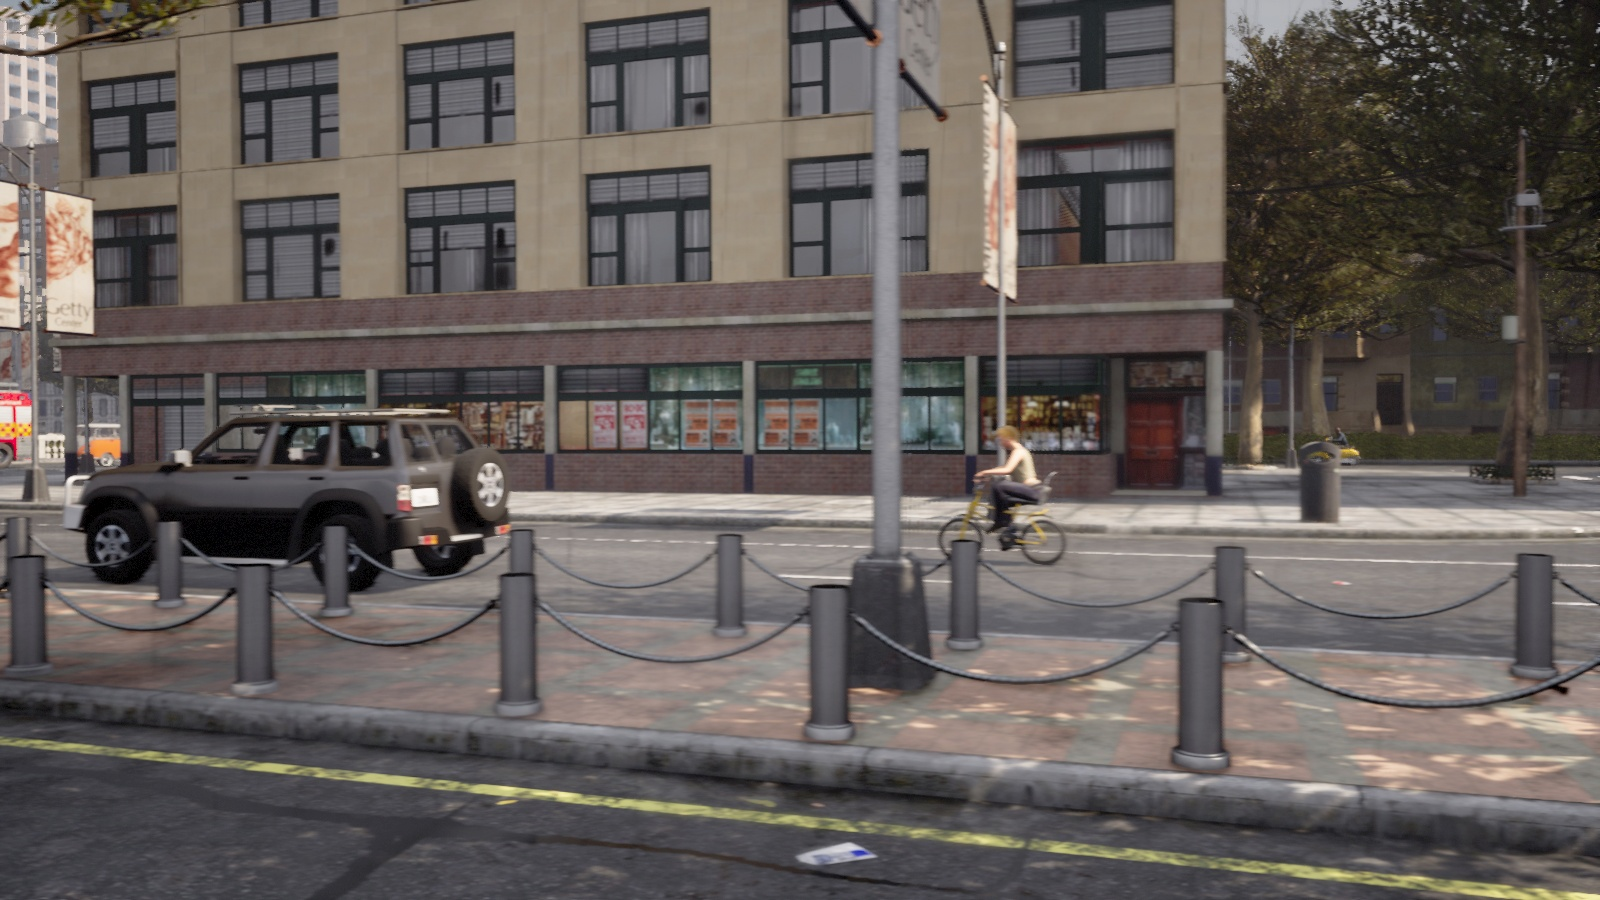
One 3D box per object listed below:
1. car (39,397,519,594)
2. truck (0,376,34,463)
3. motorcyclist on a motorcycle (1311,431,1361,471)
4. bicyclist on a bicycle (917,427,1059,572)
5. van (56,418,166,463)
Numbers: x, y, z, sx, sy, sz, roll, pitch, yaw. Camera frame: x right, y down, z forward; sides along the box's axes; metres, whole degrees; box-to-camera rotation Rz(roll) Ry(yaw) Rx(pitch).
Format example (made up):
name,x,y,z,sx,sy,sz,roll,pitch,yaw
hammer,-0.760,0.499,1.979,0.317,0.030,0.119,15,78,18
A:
name,x,y,z,sx,sy,sz,roll,pitch,yaw
car,-5.559,0.406,13.489,4.605,1.855,1.932,0,1,18
truck,-37.264,-1.324,53.048,2.891,3.827,8.468,1,1,19
motorcyclist on a motorcycle,22.039,0.036,51.686,1.817,1.590,0.866,1,1,18
bicyclist on a bicycle,2.192,0.538,14.581,1.509,1.612,0.866,0,1,19
van,-31.836,-0.469,58.188,1.775,1.987,4.442,1,1,18
